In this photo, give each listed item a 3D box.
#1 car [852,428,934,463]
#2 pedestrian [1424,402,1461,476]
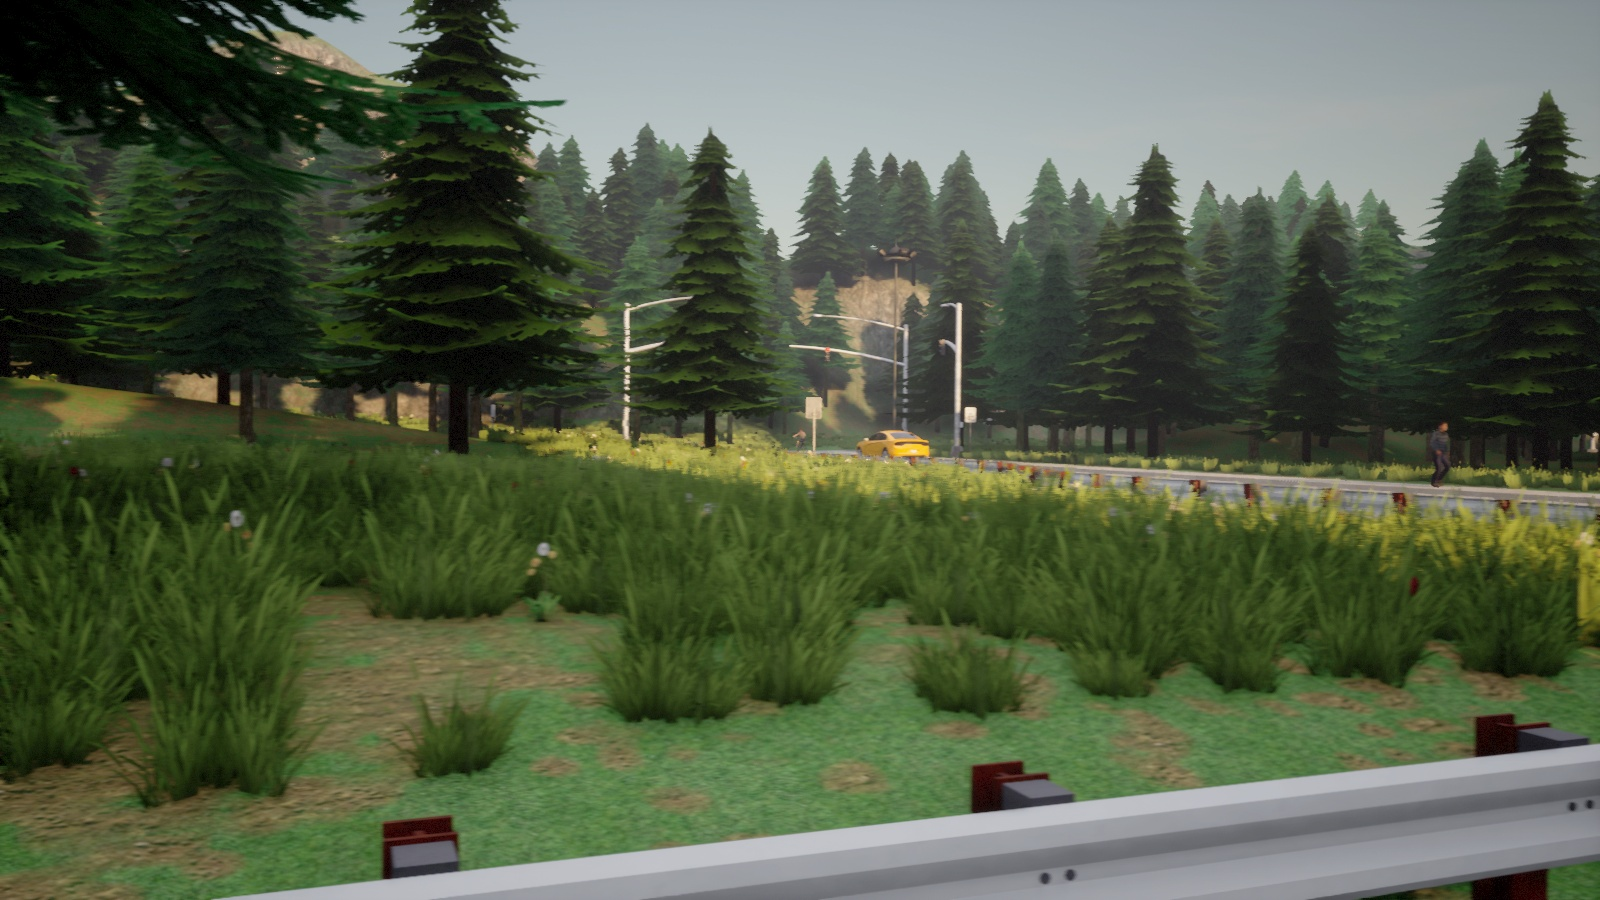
[{"bbox_3d":[4.200,-0.233,57.499,1.882,1.535,5.008,-1,1,-20],"label":"car"},{"bbox_3d":[17.104,-0.296,33.442,0.423,1.949,0.788,-1,1,-20],"label":"pedestrian"}]
